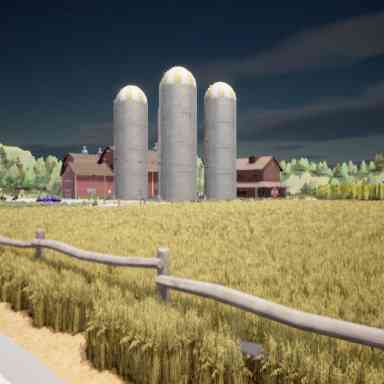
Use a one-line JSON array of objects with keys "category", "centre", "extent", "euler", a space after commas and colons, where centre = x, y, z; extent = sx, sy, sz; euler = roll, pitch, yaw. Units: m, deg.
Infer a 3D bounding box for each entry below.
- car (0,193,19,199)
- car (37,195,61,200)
[{"category": "car", "centre": [-45.509, 1.278, 83.171], "extent": [1.905, 1.878, 3.866], "euler": [0, 0, 45]}, {"category": "car", "centre": [-28.327, 1.440, 66.121], "extent": [2.242, 1.667, 4.611], "euler": [0, 0, 45]}]
